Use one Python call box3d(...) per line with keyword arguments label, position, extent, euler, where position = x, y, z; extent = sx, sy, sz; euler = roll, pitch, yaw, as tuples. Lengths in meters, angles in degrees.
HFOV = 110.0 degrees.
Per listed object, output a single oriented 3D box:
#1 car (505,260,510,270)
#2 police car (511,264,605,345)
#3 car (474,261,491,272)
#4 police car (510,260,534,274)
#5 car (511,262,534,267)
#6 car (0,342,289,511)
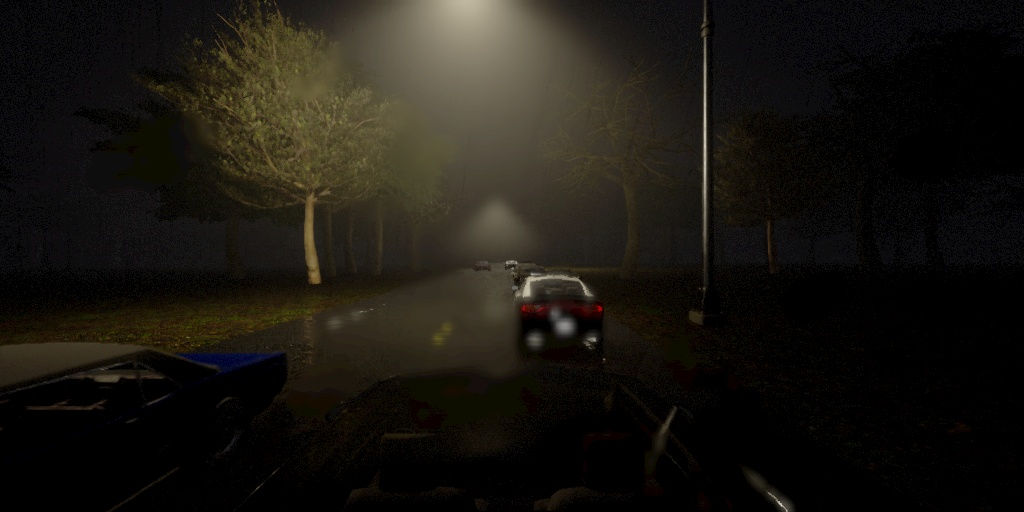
box3d(label="car", position=(-0.037, 1.393, 52.779), extent=(1.895, 1.301, 4.718), euler=(0, 0, 0))
box3d(label="police car", position=(1.033, 1.178, 9.623), extent=(1.930, 1.638, 5.238), euler=(0, 0, 0))
box3d(label="car", position=(-3.688, 1.346, 45.998), extent=(1.994, 1.385, 4.181), euler=(0, 0, 0))
box3d(label="police car", position=(1.001, 1.185, 25.626), extent=(1.930, 1.638, 5.238), euler=(0, 0, 0))
box3d(label="car", position=(1.013, 1.263, 19.516), extent=(1.837, 1.490, 4.892), euler=(0, 0, 0))
box3d(label="car", position=(-3.602, 1.351, 2.045), extent=(1.895, 1.301, 4.718), euler=(0, 0, 0))
